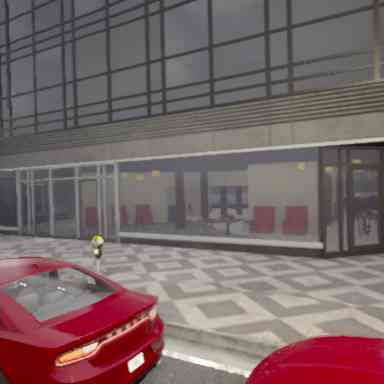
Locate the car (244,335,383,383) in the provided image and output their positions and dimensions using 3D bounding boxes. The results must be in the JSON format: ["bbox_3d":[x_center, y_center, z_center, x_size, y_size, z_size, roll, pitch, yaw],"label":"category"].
[{"bbox_3d":[2.415,1.466,1.625,4.507,1.381,1.887,-1,0,29],"label":"car"}]

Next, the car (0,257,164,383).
[{"bbox_3d":[-2.507,1.546,4.298,4.507,1.381,1.887,-1,0,29],"label":"car"}]
